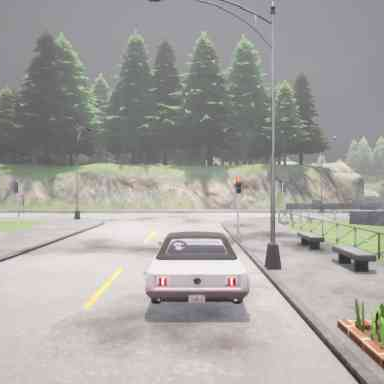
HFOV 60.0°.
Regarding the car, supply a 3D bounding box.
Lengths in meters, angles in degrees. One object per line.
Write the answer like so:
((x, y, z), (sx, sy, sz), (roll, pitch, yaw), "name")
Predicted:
((0.095, 1.601, 8.098), (1.895, 1.301, 4.718), (0, 0, 0), "car")
